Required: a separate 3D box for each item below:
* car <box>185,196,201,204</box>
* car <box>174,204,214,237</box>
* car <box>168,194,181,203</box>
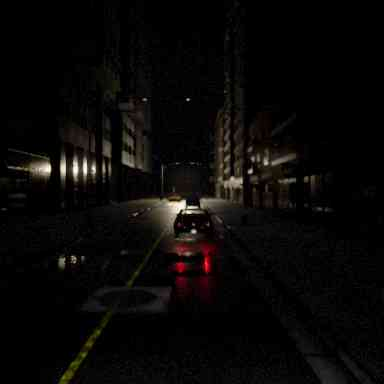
[{"bbox_3d":[0.102,1.216,43.487,1.882,1.535,5.008,0,0,0],"label":"car"},{"bbox_3d":[0.089,1.500,17.417,1.895,1.301,4.718,0,0,0],"label":"car"},{"bbox_3d":[-2.997,1.130,57.565,1.882,1.535,5.008,0,0,0],"label":"car"}]
